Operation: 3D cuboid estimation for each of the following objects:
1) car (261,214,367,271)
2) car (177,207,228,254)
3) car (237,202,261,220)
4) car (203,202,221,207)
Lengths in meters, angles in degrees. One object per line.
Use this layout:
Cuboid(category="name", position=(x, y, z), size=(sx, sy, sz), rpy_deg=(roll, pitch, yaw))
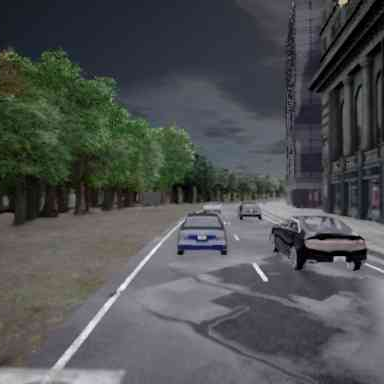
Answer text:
Cuboid(category="car", position=(3.859, 1.499, 10.915), size=(2.128, 1.511, 4.902), rpy_deg=(0, 0, 2))
Cuboid(category="car", position=(0.438, 1.558, 13.496), size=(2.033, 1.411, 5.357), rpy_deg=(0, 0, 2))
Cuboid(category="car", position=(5.004, 1.625, 29.261), size=(2.033, 1.411, 5.357), rpy_deg=(0, 0, 5))
Cuboid(category="car", position=(2.381, 1.733, 37.842), size=(1.895, 1.301, 4.718), rpy_deg=(0, 0, 6))
